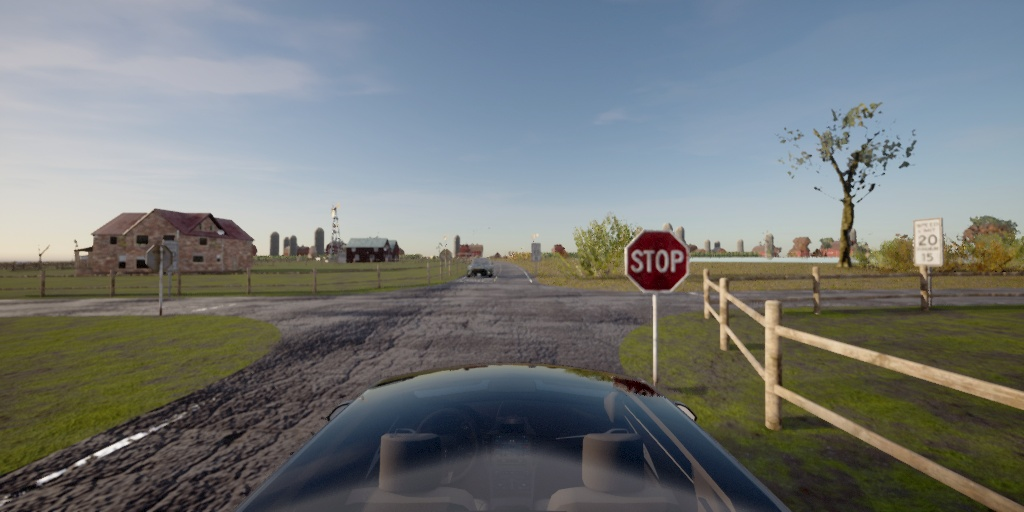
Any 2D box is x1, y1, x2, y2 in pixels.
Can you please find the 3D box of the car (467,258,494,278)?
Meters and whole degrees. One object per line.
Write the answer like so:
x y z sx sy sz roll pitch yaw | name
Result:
-2.706 0.957 31.620 2.097 1.767 4.553 0 0 0 | car
